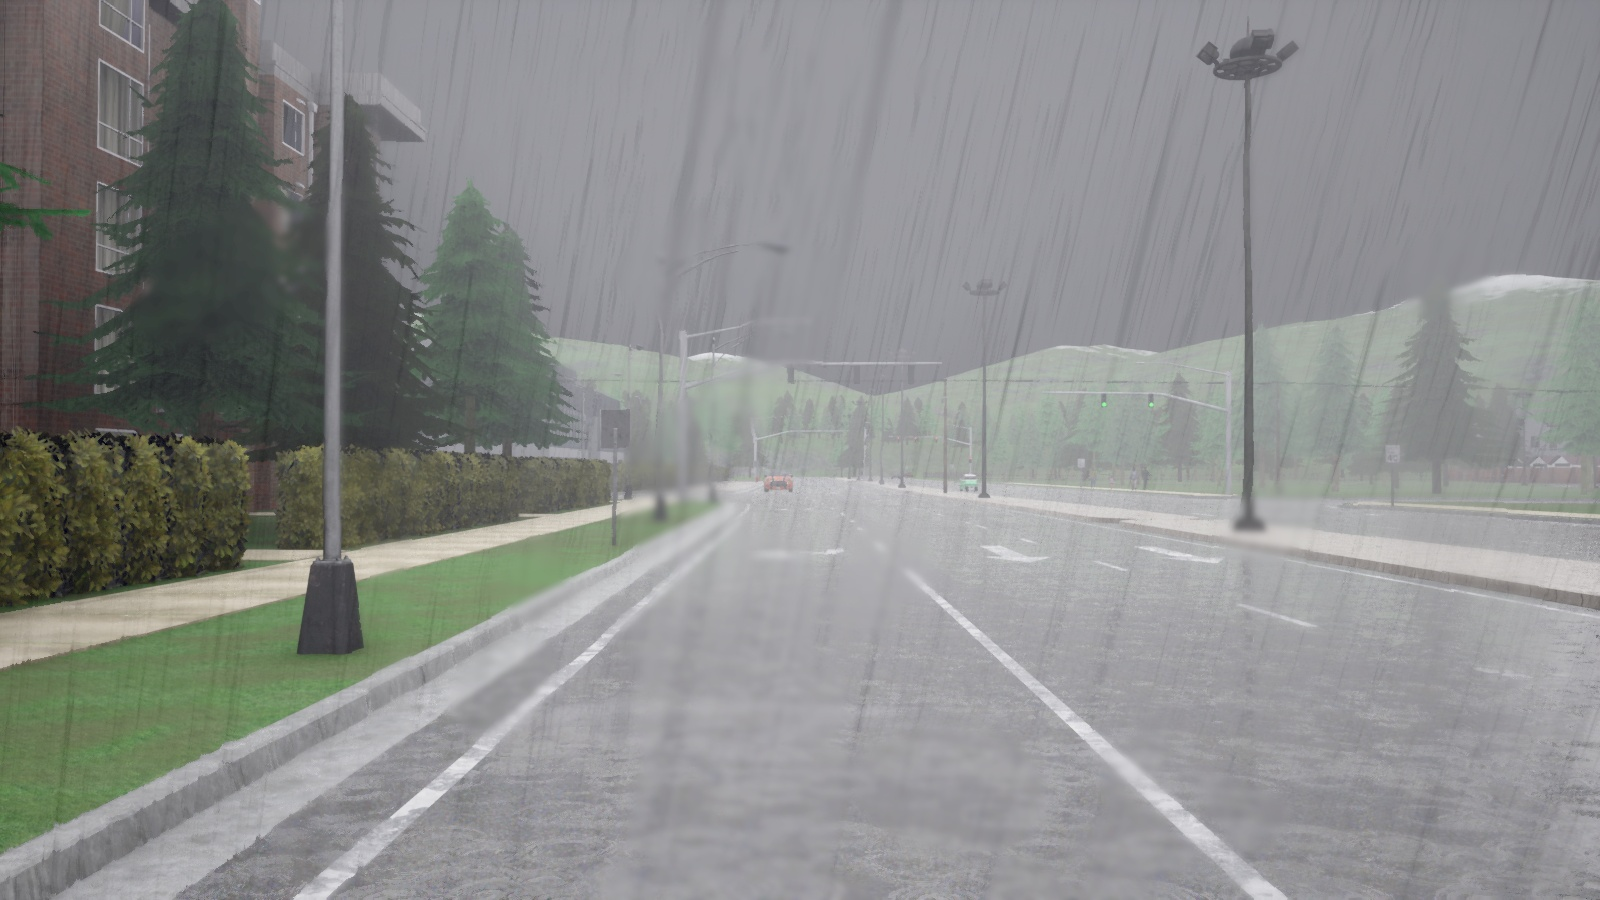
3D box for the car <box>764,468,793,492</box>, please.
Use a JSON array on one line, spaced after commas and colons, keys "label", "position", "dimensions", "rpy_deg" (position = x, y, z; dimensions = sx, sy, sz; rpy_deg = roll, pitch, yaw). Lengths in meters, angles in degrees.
[{"label": "car", "position": [-1.571, 2.254, 94.034], "dimensions": [2.097, 1.767, 4.553], "rpy_deg": [0, -1, 0]}]
